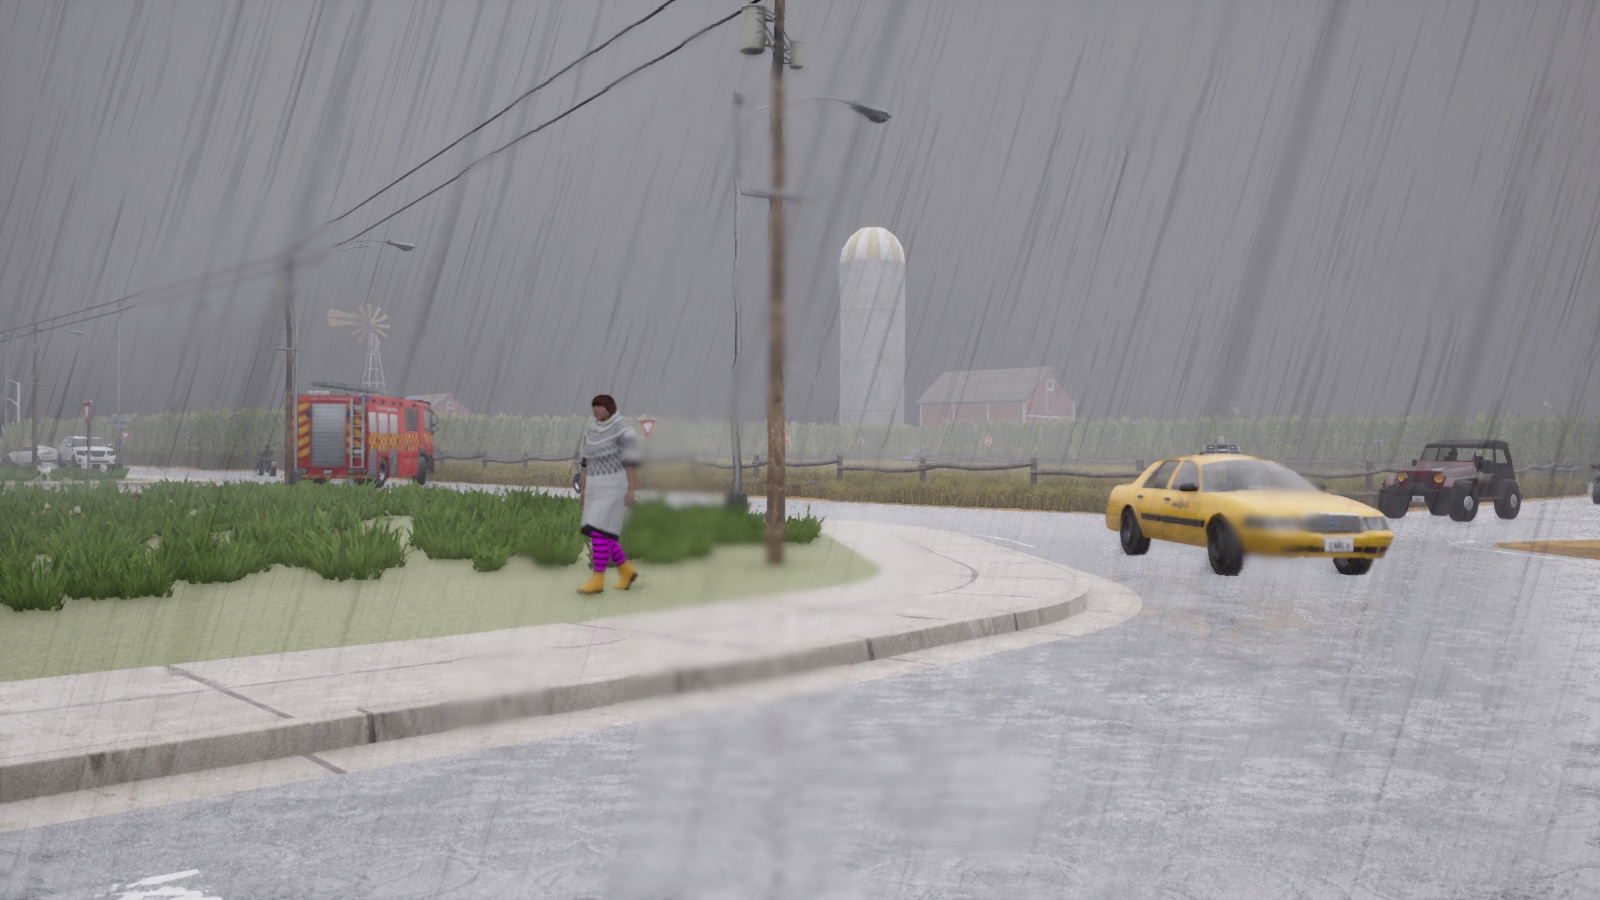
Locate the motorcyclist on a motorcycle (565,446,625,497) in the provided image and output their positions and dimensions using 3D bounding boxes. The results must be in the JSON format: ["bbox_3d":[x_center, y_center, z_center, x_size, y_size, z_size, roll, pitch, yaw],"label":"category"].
[{"bbox_3d":[-6.830,0.695,41.765,0.766,1.649,2.350,0,0,-43],"label":"motorcyclist on a motorcycle"}]

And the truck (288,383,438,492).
[{"bbox_3d":[-16.645,-0.449,48.586,2.891,3.827,8.468,0,0,0],"label":"truck"}]

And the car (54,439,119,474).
[{"bbox_3d":[-42.894,0.363,75.433,2.150,2.045,5.566,0,0,-43],"label":"car"}]

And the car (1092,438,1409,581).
[{"bbox_3d":[5.656,0.672,16.671,1.801,1.575,5.366,0,0,-6],"label":"car"}]

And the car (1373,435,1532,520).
[{"bbox_3d":[15.444,0.608,29.668,3.866,1.878,1.905,0,0,-38],"label":"car"}]

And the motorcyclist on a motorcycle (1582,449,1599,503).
[{"bbox_3d":[25.239,0.798,39.373,0.766,1.649,2.350,0,0,44],"label":"motorcyclist on a motorcycle"}]

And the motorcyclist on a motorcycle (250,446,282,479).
[{"bbox_3d":[-27.003,0.640,63.472,0.766,1.649,2.350,0,0,-43],"label":"motorcyclist on a motorcycle"}]

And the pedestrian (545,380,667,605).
[{"bbox_3d":[-1.762,0.371,11.445,0.659,1.952,0.873,0,0,43],"label":"pedestrian"}]
